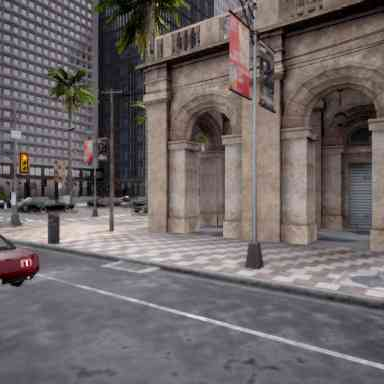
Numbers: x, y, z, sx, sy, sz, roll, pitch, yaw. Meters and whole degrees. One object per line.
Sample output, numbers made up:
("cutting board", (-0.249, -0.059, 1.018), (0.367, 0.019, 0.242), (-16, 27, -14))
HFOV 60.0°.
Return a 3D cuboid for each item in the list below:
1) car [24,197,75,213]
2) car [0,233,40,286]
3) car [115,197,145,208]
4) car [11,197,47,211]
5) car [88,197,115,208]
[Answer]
("car", (-15.761, 1.596, 37.426), (1.895, 1.301, 4.718), (0, 0, 36))
("car", (-5.817, 1.599, 8.194), (4.718, 1.301, 1.895), (0, 0, 37))
("car", (-8.137, 1.486, 48.000), (2.128, 1.511, 4.902), (0, 0, 36))
("car", (-18.767, 1.346, 39.244), (2.097, 1.767, 4.553), (0, 0, 36))
("car", (-11.937, 1.542, 48.718), (2.033, 1.411, 5.357), (0, 0, 36))
